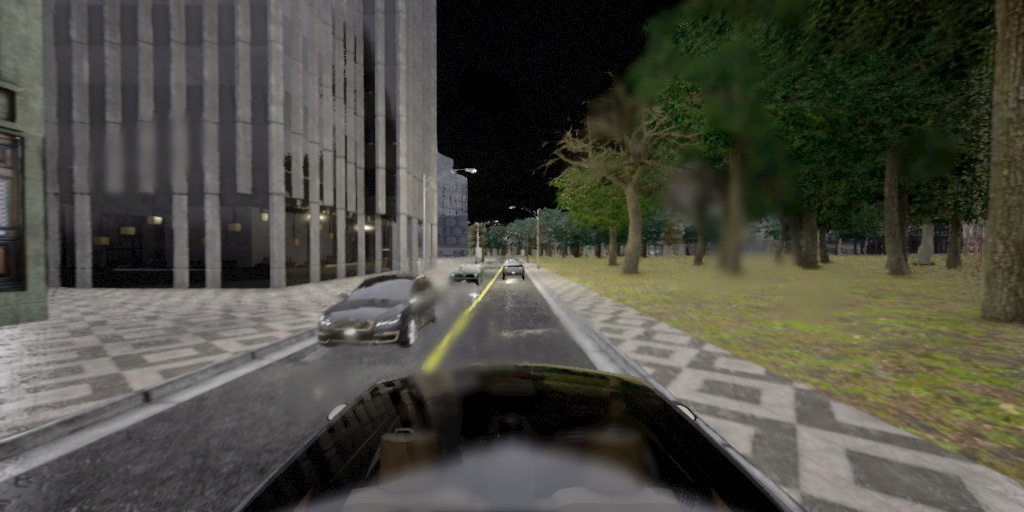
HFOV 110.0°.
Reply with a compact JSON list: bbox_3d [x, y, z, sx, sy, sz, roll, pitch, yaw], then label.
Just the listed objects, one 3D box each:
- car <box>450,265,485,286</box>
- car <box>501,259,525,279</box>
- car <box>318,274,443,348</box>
[{"bbox_3d":[-2.985,1.279,24.677,1.895,1.301,4.718,0,0,0],"label":"car"},{"bbox_3d":[0.122,1.133,30.879,2.128,1.511,4.902,0,0,0],"label":"car"},{"bbox_3d":[-3.061,1.246,9.298,1.837,1.490,4.892,0,0,0],"label":"car"}]
